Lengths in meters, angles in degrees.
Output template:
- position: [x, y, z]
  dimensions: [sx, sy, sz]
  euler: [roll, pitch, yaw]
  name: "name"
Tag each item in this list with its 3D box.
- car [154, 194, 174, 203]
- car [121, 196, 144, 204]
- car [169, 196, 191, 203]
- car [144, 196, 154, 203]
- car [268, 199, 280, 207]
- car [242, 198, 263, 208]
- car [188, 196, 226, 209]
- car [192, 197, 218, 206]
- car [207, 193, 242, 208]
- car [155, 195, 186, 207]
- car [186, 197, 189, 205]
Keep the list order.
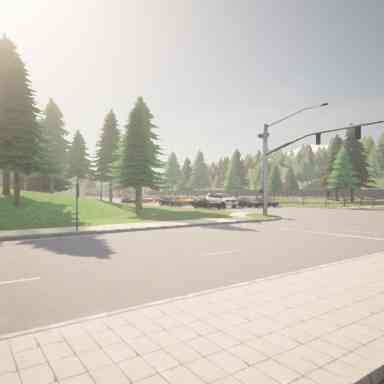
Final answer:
- position: [-5.671, 1.352, 67.426]
  dimensions: [2.097, 1.767, 4.553]
  euler: [0, 0, -35]
  name: "car"
- position: [-11.845, 1.547, 64.007]
  dimensions: [2.033, 1.411, 5.357]
  euler: [0, 0, -35]
  name: "car"
- position: [-2.589, 1.547, 69.154]
  dimensions: [2.033, 1.411, 5.357]
  euler: [0, 0, -35]
  name: "car"
- position: [-9.437, 1.477, 66.691]
  dimensions: [1.882, 1.535, 5.008]
  euler: [0, 0, -35]
  name: "car"
- position: [10.608, 1.547, 50.244]
  dimensions: [2.033, 1.411, 5.357]
  euler: [0, 0, -35]
  name: "car"
- position: [7.682, 1.547, 48.315]
  dimensions: [2.033, 1.411, 5.357]
  euler: [0, 0, -35]
  name: "car"
- position: [1.937, 1.601, 44.308]
  dimensions: [1.895, 1.301, 4.718]
  euler: [0, 0, -35]
  name: "car"
- position: [2.165, 1.601, 56.169]
  dimensions: [1.895, 1.301, 4.718]
  euler: [0, 0, -35]
  name: "car"
- position: [4.124, 1.221, 47.298]
  dimensions: [2.150, 2.045, 5.566]
  euler: [0, 0, -34]
  name: "car"
- position: [-3.420, 1.504, 51.930]
  dimensions: [1.837, 1.490, 4.892]
  euler: [0, 0, -35]
  name: "car"
- position: [-1.489, 1.477, 55.273]
  dimensions: [1.882, 1.535, 5.008]
  euler: [0, 0, -35]
  name: "car"
